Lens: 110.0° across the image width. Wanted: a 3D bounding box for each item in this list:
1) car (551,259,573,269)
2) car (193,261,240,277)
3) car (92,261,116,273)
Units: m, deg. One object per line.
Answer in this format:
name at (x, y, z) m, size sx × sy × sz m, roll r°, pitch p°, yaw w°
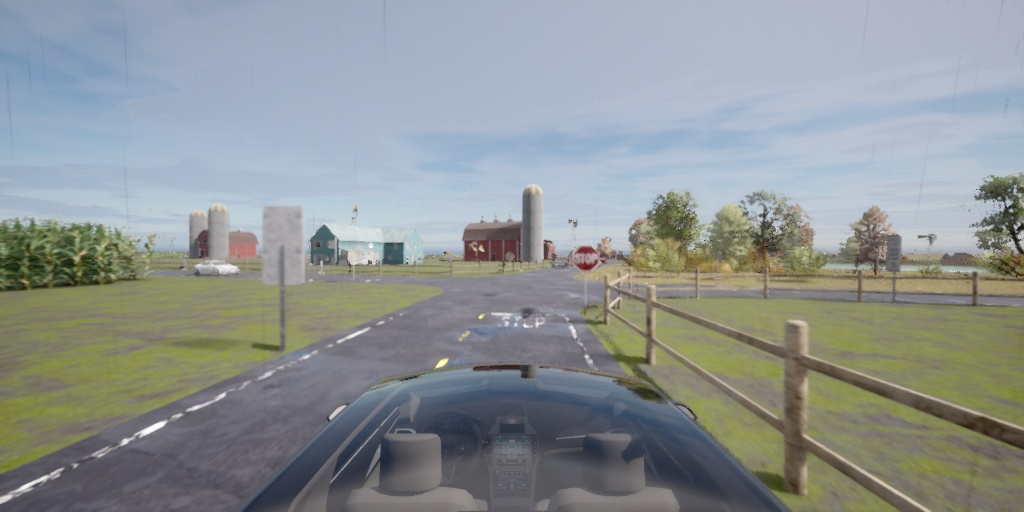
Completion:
car at (7.371, 1.166, 54.700) m, size 2.128 × 1.511 × 4.902 m, roll 0°, pitch 0°, yaw 21°
car at (-28.279, 1.160, 34.287) m, size 4.674 × 1.442 × 1.812 m, roll 0°, pitch 1°, yaw 20°
car at (-47.972, 1.079, 41.453) m, size 5.008 × 1.535 × 1.882 m, roll 0°, pitch 0°, yaw 20°
